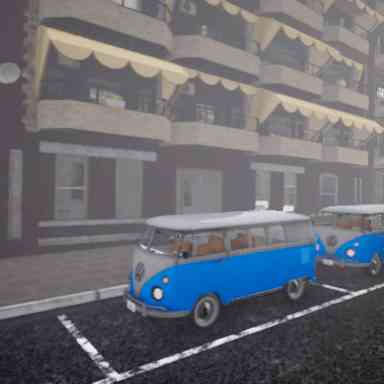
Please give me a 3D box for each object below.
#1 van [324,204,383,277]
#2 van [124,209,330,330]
[{"bbox_3d":[5.237,1.276,9.811,3.998,1.788,1.690,0,2,-35],"label":"van"},{"bbox_3d":[0.735,1.312,6.595,3.998,1.788,1.690,-1,2,-35],"label":"van"}]
